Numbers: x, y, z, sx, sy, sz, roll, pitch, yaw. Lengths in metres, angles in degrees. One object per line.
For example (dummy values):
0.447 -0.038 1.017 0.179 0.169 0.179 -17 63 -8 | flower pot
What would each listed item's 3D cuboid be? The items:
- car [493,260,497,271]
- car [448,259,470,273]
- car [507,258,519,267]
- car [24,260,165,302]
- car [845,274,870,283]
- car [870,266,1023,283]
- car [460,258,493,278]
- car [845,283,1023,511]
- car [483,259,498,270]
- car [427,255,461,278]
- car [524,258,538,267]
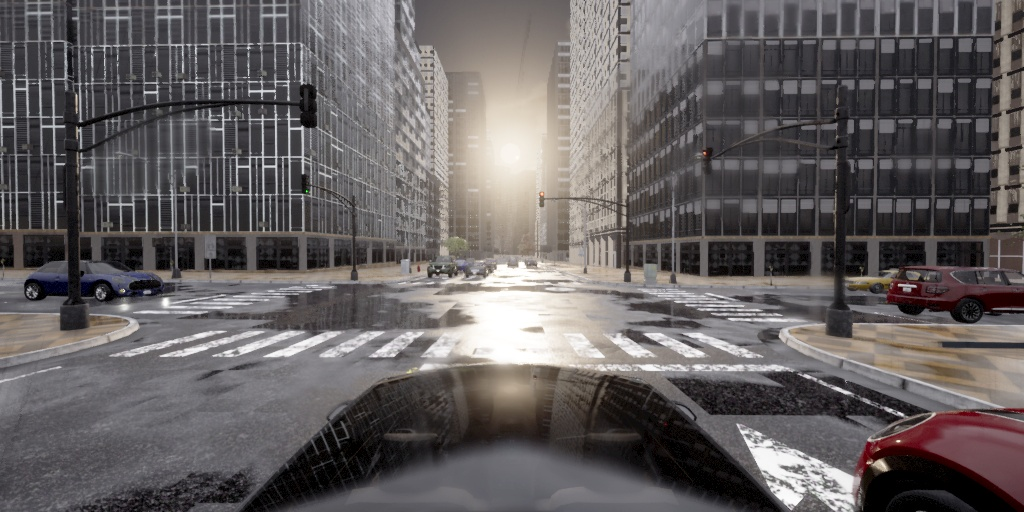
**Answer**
-3.218 1.325 43.222 1.895 1.301 4.718 0 0 0 | car
-6.464 1.201 44.148 1.882 1.535 5.008 0 0 0 | car
0.199 1.267 63.362 1.994 1.385 4.181 0 0 0 | car
-18.151 0.971 15.742 4.553 1.767 2.097 1 1 3 | car
21.862 1.409 20.791 4.829 1.417 1.751 0 0 1 | car
16.224 1.281 12.525 5.009 1.841 2.192 0 0 1 | car
-3.246 1.224 33.941 2.128 1.511 4.902 0 0 1 | car
3.253 1.103 0.410 2.097 1.767 4.553 0 0 0 | car
-3.176 1.261 53.925 2.033 1.411 5.357 0 0 0 | car
-6.487 0.954 34.183 2.150 2.045 5.566 0 0 0 | car
3.449 1.303 63.380 1.895 1.301 4.718 0 0 0 | car
